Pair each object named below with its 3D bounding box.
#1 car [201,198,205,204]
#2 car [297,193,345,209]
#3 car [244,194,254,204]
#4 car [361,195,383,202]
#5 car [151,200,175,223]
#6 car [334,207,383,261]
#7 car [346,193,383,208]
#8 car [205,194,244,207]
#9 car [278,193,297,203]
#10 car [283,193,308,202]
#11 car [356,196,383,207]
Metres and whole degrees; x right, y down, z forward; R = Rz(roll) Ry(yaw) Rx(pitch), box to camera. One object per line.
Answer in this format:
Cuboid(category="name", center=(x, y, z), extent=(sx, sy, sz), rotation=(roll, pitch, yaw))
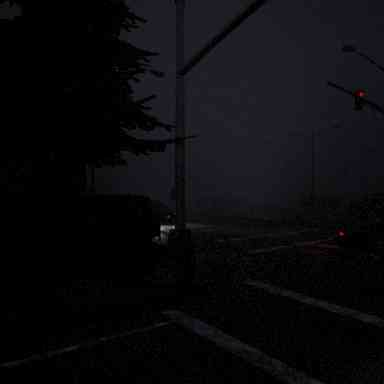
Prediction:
Cuboid(category="car", center=(3.208, 1.232, 53.069), extent=(1.970, 1.475, 3.806), rotation=(0, 0, -36))
Cuboid(category="car", center=(15.850, 1.097, 41.155), extent=(1.932, 1.855, 4.605), rotation=(0, 0, -36))
Cuboid(category="car", center=(8.222, 1.154, 57.087), extent=(2.152, 1.636, 5.027), rotation=(0, 0, -36))
Cuboid(category="car", center=(37.787, 1.384, 69.613), extent=(1.970, 1.475, 3.806), rotation=(0, 0, -36))
Cuboid(category="car", center=(-2.856, 1.313, 22.644), extent=(1.837, 1.490, 4.892), rotation=(0, 0, -36))
Cuboid(category="car", center=(7.243, 1.411, 9.954), extent=(5.357, 1.411, 2.033), rotation=(1, 1, 37))
Cuboid(category="car", center=(17.790, 1.077, 32.851), extent=(1.905, 1.878, 3.866), rotation=(0, 0, -36))
Cuboid(category="car", center=(4.363, 1.298, 45.210), extent=(2.007, 1.523, 4.514), rotation=(0, 0, -36))
Cuboid(category="car", center=(18.596, 1.077, 64.575), extent=(1.905, 1.878, 3.866), rotation=(0, 0, -36))
Cuboid(category="car", center=(20.711, 1.097, 66.610), extent=(1.932, 1.855, 4.605), rotation=(0, 0, -36))
Cuboid(category="car", center=(26.367, 1.298, 47.868), extent=(2.007, 1.523, 4.514), rotation=(0, 0, -36))
